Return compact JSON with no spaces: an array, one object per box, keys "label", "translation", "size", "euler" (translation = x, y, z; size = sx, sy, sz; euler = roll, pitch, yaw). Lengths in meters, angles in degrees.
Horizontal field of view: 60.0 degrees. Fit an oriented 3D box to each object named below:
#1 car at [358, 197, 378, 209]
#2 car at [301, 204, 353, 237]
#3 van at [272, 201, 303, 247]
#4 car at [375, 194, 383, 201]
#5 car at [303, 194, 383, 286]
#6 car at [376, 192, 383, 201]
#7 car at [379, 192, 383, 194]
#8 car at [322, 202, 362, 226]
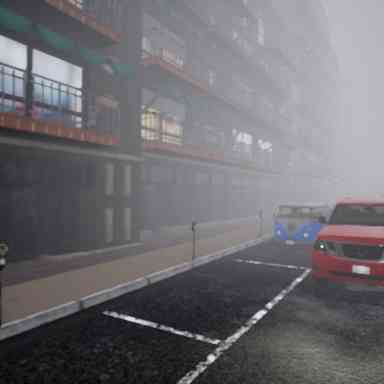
[{"label":"car","translation":[22.627,1.393,42.655],"size":[1.947,1.339,4.313],"euler":[1,1,32]},{"label":"car","translation":[7.648,1.478,18.576],"size":[1.887,1.381,4.507],"euler":[1,1,32]},{"label":"van","translation":[4.654,1.294,13.759],"size":[1.690,1.788,3.998],"euler":[1,1,32]},{"label":"car","translation":[40.601,1.237,71.546],"size":[2.008,1.369,4.403],"euler":[1,1,32]},{"label":"car","translation":[4.833,1.188,8.984],"size":[2.150,2.045,5.566],"euler":[0,0,32]},{"label":"car","translation":[43.599,0.976,76.358],"size":[2.192,1.841,5.009],"euler":[1,1,32]},{"label":"car","translation":[31.615,1.198,57.100],"size":[1.967,1.590,4.097],"euler":[1,1,32]},{"label":"car","translation":[10.644,1.464,23.393],"size":[2.008,1.369,4.403],"euler":[1,1,32]}]
